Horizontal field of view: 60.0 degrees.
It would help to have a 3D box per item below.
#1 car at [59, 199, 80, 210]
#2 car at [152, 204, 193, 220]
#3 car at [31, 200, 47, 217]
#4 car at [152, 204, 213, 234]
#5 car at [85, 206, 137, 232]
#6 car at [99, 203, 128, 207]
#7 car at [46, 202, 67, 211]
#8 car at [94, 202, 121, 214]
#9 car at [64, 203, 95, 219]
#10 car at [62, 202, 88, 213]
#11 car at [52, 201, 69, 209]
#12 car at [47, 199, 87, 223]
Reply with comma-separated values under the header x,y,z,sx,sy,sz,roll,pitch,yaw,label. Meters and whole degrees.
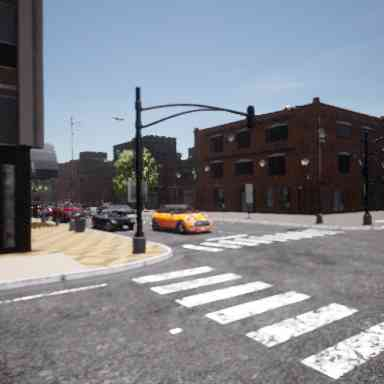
x,y,z,sx,sy,sz,roll,pitch,yaw,label
-21.971,2.204,59.489,2.192,1.841,5.009,-2,0,-37,car
-2.004,1.922,32.955,2.008,1.369,4.403,-2,0,-37,car
-18.334,2.143,40.588,1.967,1.590,4.097,-2,0,-37,car
-0.687,1.624,21.326,2.097,1.767,4.553,-1,0,-37,car
-5.623,1.936,23.359,1.947,1.339,4.313,-2,0,-37,car
-6.184,1.906,28.674,2.128,1.511,4.902,-1,0,-37,car
-23.175,2.439,56.634,2.033,1.411,5.357,-1,0,-37,car
-11.587,2.170,45.601,2.008,1.369,4.403,-2,0,-37,car
-12.709,2.090,37.435,1.837,1.490,4.892,-1,-1,-37,car
-17.139,2.283,48.635,2.033,1.411,5.357,-1,0,-36,car
-25.375,2.503,64.061,1.752,1.417,4.829,-2,0,-37,car
-11.792,1.846,31.663,2.192,1.841,5.009,-2,0,-37,car
